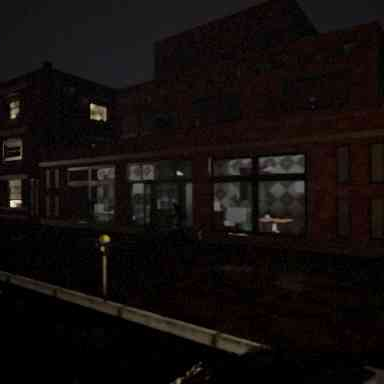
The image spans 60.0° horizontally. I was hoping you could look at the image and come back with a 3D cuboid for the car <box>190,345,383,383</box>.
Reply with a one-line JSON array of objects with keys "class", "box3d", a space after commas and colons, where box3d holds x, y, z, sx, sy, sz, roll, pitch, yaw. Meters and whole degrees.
[{"class": "car", "box3d": [1.743, 1.566, 1.634, 4.313, 1.339, 1.947, 0, 0, 35]}]
